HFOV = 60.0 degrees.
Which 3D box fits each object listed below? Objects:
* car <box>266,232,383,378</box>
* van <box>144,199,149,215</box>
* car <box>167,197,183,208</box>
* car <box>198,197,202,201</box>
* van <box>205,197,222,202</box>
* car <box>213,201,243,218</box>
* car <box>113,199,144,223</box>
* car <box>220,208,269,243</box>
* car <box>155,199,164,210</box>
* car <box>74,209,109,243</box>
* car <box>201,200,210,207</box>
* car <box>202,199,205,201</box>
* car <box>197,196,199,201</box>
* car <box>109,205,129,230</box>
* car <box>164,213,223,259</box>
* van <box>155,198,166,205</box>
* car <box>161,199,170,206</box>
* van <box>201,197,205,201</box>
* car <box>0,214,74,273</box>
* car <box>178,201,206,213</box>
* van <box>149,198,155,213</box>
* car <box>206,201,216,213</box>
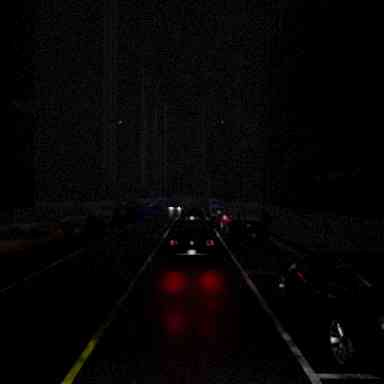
[{"bbox_3d":[2.758,1.622,5.585,1.947,1.339,4.313,0,-1,0],"label":"car"},{"bbox_3d":[-5.784,1.676,33.960,1.690,1.788,3.998,0,-1,0],"label":"van"},{"bbox_3d":[-3.080,2.122,61.849,1.837,1.490,4.892,0,0,1],"label":"car"},{"bbox_3d":[2.724,2.064,62.359,1.967,1.590,4.097,0,-1,0],"label":"car"},{"bbox_3d":[2.737,1.734,39.652,1.690,1.788,3.998,0,-1,0],"label":"van"},{"bbox_3d":[2.748,1.663,22.618,1.967,1.590,4.097,0,-1,0],"label":"car"},{"bbox_3d":[-5.781,1.594,28.283,2.192,1.841,5.009,0,-1,0],"label":"car"},{"bbox_3d":[2.751,1.718,16.940,2.008,1.369,4.403,0,-1,0],"label":"car"},{"bbox_3d":[-5.794,2.089,50.989,1.802,1.307,4.206,0,-1,0],"label":"car"},{"bbox_3d":[-5.774,1.749,16.926,1.802,1.307,4.206,0,-1,0],"label":"car"},{"bbox_3d":[2.720,2.264,68.035,1.802,1.307,4.206,0,-1,0],"label":"car"},{"bbox_3d":[2.734,1.995,45.327,1.887,1.381,4.507,0,-1,0],"label":"car"},{"bbox_3d":[2.716,2.056,73.715,2.192,1.841,5.009,0,-1,0],"label":"car"},{"bbox_3d":[-5.777,1.805,22.603,1.802,1.307,4.206,0,-1,0],"label":"car"},{"bbox_3d":[0.009,1.732,13.265,1.895,1.301,4.718,0,-1,0],"label":"car"},{"bbox_3d":[-5.798,1.906,56.669,1.690,1.788,3.998,0,-1,0],"label":"van"},{"bbox_3d":[-5.808,2.263,73.528,1.752,1.417,4.829,0,-1,0],"label":"car"},{"bbox_3d":[2.730,1.849,51.006,1.690,1.788,3.998,0,-1,0],"label":"van"},{"bbox_3d":[-5.770,1.634,11.079,1.752,1.417,4.829,0,-1,0],"label":"car"},{"bbox_3d":[0.003,1.789,28.514,1.837,1.490,4.892,0,0,0],"label":"car"},{"bbox_3d":[-5.788,1.733,39.637,1.690,1.788,3.998,0,-1,0],"label":"van"},{"bbox_3d":[2.741,1.887,33.972,2.008,1.369,4.403,0,-1,0],"label":"car"}]
